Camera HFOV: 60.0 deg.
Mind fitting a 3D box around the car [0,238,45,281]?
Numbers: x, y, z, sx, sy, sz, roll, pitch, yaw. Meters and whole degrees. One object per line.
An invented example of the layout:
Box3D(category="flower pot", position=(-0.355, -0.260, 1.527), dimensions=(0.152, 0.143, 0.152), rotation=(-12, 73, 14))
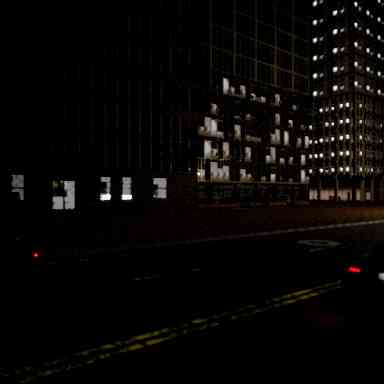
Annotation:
Box3D(category="car", position=(-6.182, 1.546, 7.260), dimensions=(5.357, 1.411, 2.033), rotation=(0, 0, -36))

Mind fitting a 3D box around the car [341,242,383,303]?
Box3D(category="car", position=(5.485, 1.562, 7.354), dimensions=(5.357, 1.411, 2.033), rotation=(0, 0, -36))
